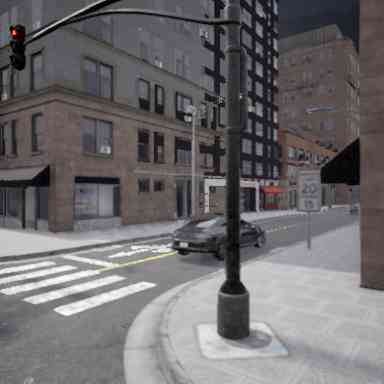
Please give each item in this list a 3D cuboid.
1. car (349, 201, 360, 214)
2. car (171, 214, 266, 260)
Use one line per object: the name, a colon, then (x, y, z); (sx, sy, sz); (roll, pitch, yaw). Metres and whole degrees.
car: (18.473, 1.654, 36.138); (2.033, 1.411, 5.357); (0, 0, 35)
car: (1.124, 1.545, 12.605); (1.812, 1.442, 4.674); (-1, 0, 37)
